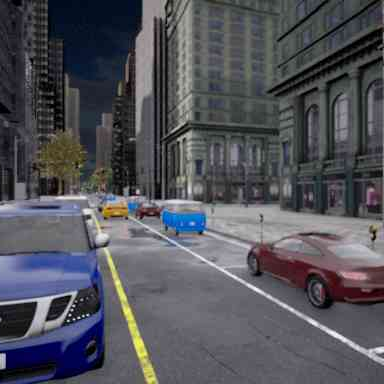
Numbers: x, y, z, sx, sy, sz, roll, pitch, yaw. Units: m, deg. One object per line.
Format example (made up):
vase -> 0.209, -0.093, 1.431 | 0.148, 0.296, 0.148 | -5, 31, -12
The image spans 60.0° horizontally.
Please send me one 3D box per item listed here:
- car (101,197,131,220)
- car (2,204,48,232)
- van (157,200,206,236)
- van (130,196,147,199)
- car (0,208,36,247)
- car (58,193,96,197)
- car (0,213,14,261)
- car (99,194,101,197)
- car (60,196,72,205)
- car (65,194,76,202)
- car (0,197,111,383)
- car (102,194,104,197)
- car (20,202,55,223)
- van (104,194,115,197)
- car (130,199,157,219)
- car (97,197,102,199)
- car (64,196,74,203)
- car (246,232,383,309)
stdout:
car -> -6.579, 1.488, 28.332 | 1.882, 1.535, 5.008 | 0, 0, -17
car -> -10.377, 1.549, 20.957 | 1.887, 1.381, 4.507 | 0, 0, -18
van -> -0.546, 1.349, 18.270 | 1.690, 1.788, 3.998 | 0, 0, -18
van -> -5.570, 1.355, 34.064 | 1.690, 1.788, 3.998 | 0, 0, -18
car -> -8.700, 1.547, 15.692 | 1.887, 1.381, 4.507 | 0, 0, -18
car -> -6.522, 1.226, 18.002 | 2.150, 2.045, 5.566 | 0, 0, -18
car -> -6.972, 1.526, 10.266 | 1.752, 1.417, 4.829 | 0, 0, -18
car -> -23.672, 1.629, 90.888 | 2.008, 1.369, 4.403 | 0, 0, -18
car -> -23.545, 1.562, 62.362 | 1.752, 1.417, 4.829 | 0, 0, -18
car -> -28.403, 1.371, 77.648 | 2.192, 1.841, 5.009 | 0, 0, -18
car -> -2.710, 1.223, 5.688 | 2.150, 2.045, 5.566 | 0, 0, -18
car -> -18.747, 1.620, 75.413 | 1.947, 1.339, 4.313 | 0, 0, -18
car -> -12.054, 1.551, 26.222 | 1.887, 1.381, 4.507 | 0, 0, -18
van -> -17.104, 1.389, 70.256 | 1.690, 1.788, 3.998 | 0, 0, -18
car -> -3.896, 1.556, 28.799 | 1.887, 1.381, 4.507 | 0, 0, -18
car -> -9.760, 1.580, 38.255 | 1.994, 1.385, 4.181 | 0, 0, -17
car -> -26.800, 1.594, 72.608 | 1.887, 1.381, 4.507 | 0, 0, -18
car -> 2.803, 1.587, 7.739 | 1.802, 1.307, 4.206 | 0, 0, -18
